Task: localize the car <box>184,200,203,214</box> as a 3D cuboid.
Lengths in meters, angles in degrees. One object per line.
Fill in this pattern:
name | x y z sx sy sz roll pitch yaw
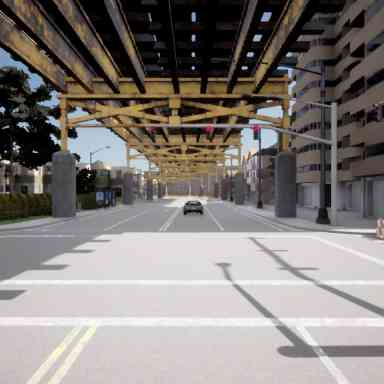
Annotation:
car | 0.129 1.564 35.050 1.994 1.385 4.181 0 0 0
